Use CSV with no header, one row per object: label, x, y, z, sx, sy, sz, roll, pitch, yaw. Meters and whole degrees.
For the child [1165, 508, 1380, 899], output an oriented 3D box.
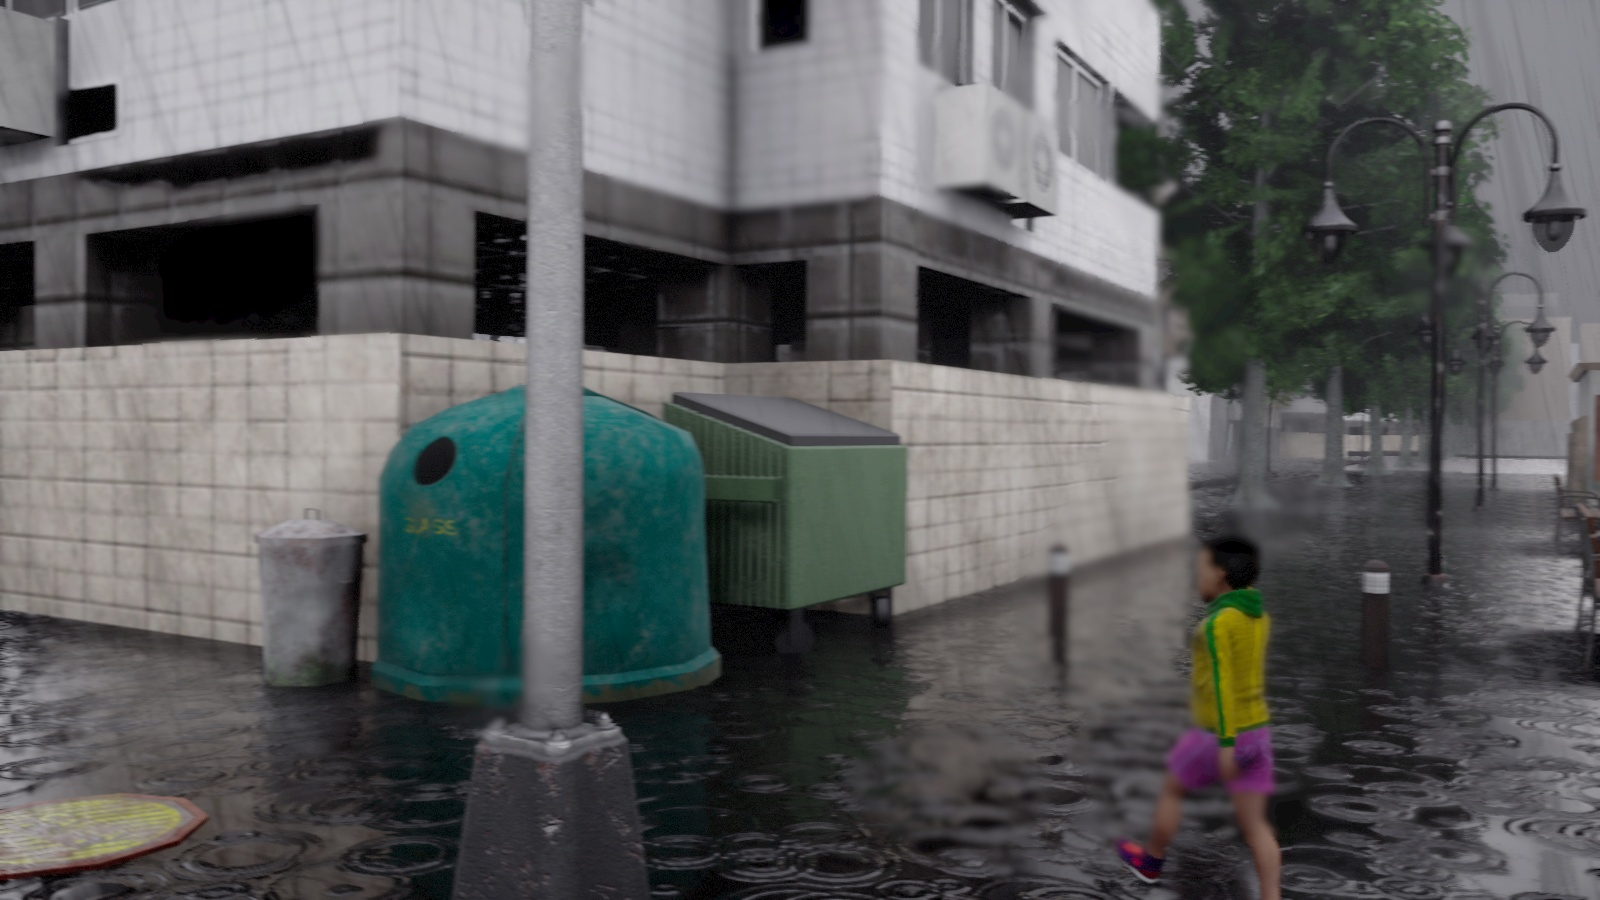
child,1.313,0.759,3.513,0.299,1.160,0.473,-1,1,-36
